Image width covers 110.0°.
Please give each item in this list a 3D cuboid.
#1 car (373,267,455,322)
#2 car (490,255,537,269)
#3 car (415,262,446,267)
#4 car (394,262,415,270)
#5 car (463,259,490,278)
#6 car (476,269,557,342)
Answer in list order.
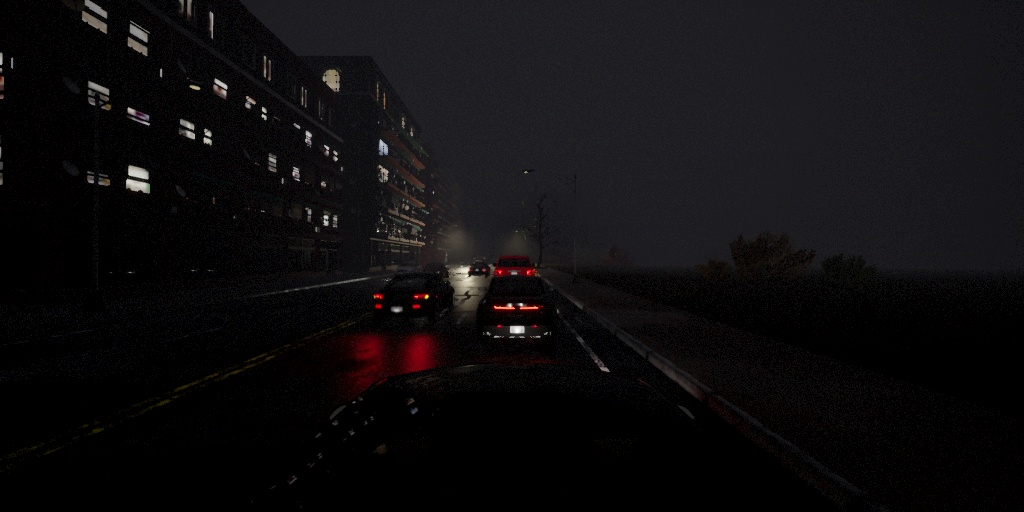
[{"bbox_3d":[-3.141,1.277,12.096,1.812,1.442,4.674,0,0,0],"label":"car"},{"bbox_3d":[0.116,0.974,20.095,2.150,2.045,5.566,0,0,0],"label":"car"},{"bbox_3d":[-6.575,1.279,30.660,1.812,1.442,4.674,0,0,0],"label":"car"},{"bbox_3d":[-9.822,1.279,34.286,1.812,1.442,4.674,0,0,0],"label":"car"},{"bbox_3d":[-3.114,1.301,34.681,2.033,1.411,5.357,0,0,0],"label":"car"},{"bbox_3d":[0.109,1.256,9.748,1.837,1.490,4.892,0,0,0],"label":"car"}]
